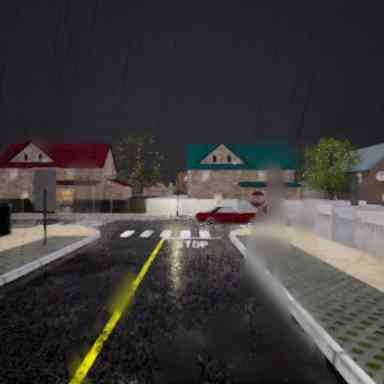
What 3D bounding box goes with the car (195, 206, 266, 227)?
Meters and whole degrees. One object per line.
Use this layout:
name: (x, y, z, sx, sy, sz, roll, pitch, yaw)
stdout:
car: (2.573, 1.634, 22.656, 4.718, 1.301, 1.895, 1, 0, 0)
